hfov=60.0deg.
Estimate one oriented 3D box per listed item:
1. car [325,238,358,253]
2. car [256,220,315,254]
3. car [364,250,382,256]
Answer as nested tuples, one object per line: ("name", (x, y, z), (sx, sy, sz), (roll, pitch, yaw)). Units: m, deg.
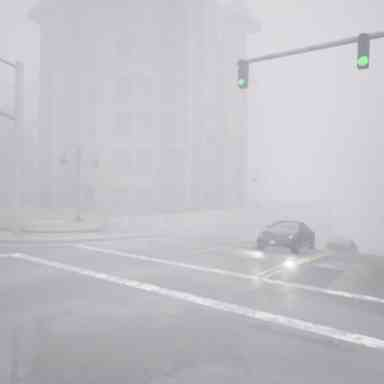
("car", (12.733, 4.604, 28.131), (1.882, 1.535, 5.008), (1, -11, 35))
("car", (4.820, 2.131, 16.582), (1.812, 1.442, 4.674), (2, -4, 33))
("car", (24.585, 8.726, 45.260), (2.097, 1.767, 4.553), (1, -7, 34))
